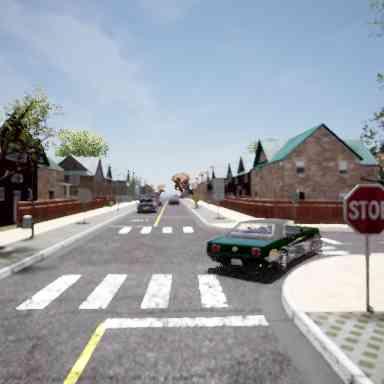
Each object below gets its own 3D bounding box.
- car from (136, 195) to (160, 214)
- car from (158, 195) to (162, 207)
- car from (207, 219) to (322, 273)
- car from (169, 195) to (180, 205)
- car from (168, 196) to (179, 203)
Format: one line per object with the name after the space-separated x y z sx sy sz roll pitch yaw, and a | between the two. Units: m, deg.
-4.570 1.374 33.971 1.837 1.490 4.892 0 0 -3 | car
-5.469 1.224 49.177 2.097 1.767 4.553 0 0 -3 | car
2.520 1.508 10.514 1.895 1.301 4.718 -2 0 37 | car
-3.035 1.430 56.705 2.033 1.411 5.357 0 0 -3 | car
-3.655 1.469 66.093 1.994 1.385 4.181 0 0 -3 | car
